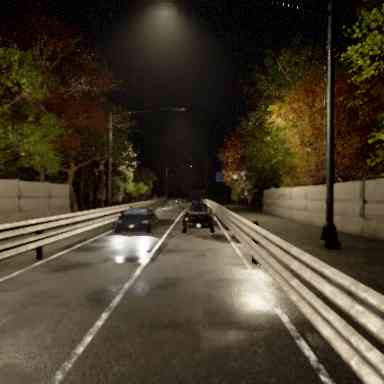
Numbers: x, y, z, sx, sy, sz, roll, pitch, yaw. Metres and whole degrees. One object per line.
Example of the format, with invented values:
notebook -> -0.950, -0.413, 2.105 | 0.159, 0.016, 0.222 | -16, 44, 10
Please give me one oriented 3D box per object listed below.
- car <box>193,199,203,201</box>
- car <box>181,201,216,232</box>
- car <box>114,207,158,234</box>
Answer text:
car -> 0.711, 1.670, 40.270 | 1.837, 1.490, 4.892 | 1, 0, 1
car -> 0.390, 1.559, 20.442 | 1.837, 1.490, 4.892 | 1, 0, 1
car -> -3.083, 1.572, 19.103 | 1.994, 1.385, 4.181 | 1, 0, 1
